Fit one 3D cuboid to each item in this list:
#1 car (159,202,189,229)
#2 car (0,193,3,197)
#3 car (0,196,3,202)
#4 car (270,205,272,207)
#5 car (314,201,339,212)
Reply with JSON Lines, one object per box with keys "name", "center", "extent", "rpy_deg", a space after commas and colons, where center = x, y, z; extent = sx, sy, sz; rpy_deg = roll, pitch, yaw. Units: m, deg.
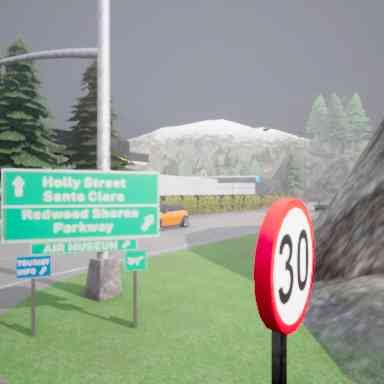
{"name": "car", "center": [-2.170, 1.533, 21.536], "extent": [2.097, 1.767, 4.553], "rpy_deg": [0, 0, 36]}
{"name": "car", "center": [-38.583, 1.437, 70.017], "extent": [4.514, 1.523, 2.007], "rpy_deg": [0, 0, 35]}
{"name": "car", "center": [-12.385, 1.486, 26.071], "extent": [1.905, 1.878, 3.866], "rpy_deg": [0, 0, 35]}
{"name": "car", "center": [10.865, 1.688, 39.416], "extent": [1.837, 1.490, 4.892], "rpy_deg": [0, 0, 36]}
{"name": "car", "center": [16.812, 1.785, 41.350], "extent": [1.895, 1.301, 4.718], "rpy_deg": [0, 0, 36]}
